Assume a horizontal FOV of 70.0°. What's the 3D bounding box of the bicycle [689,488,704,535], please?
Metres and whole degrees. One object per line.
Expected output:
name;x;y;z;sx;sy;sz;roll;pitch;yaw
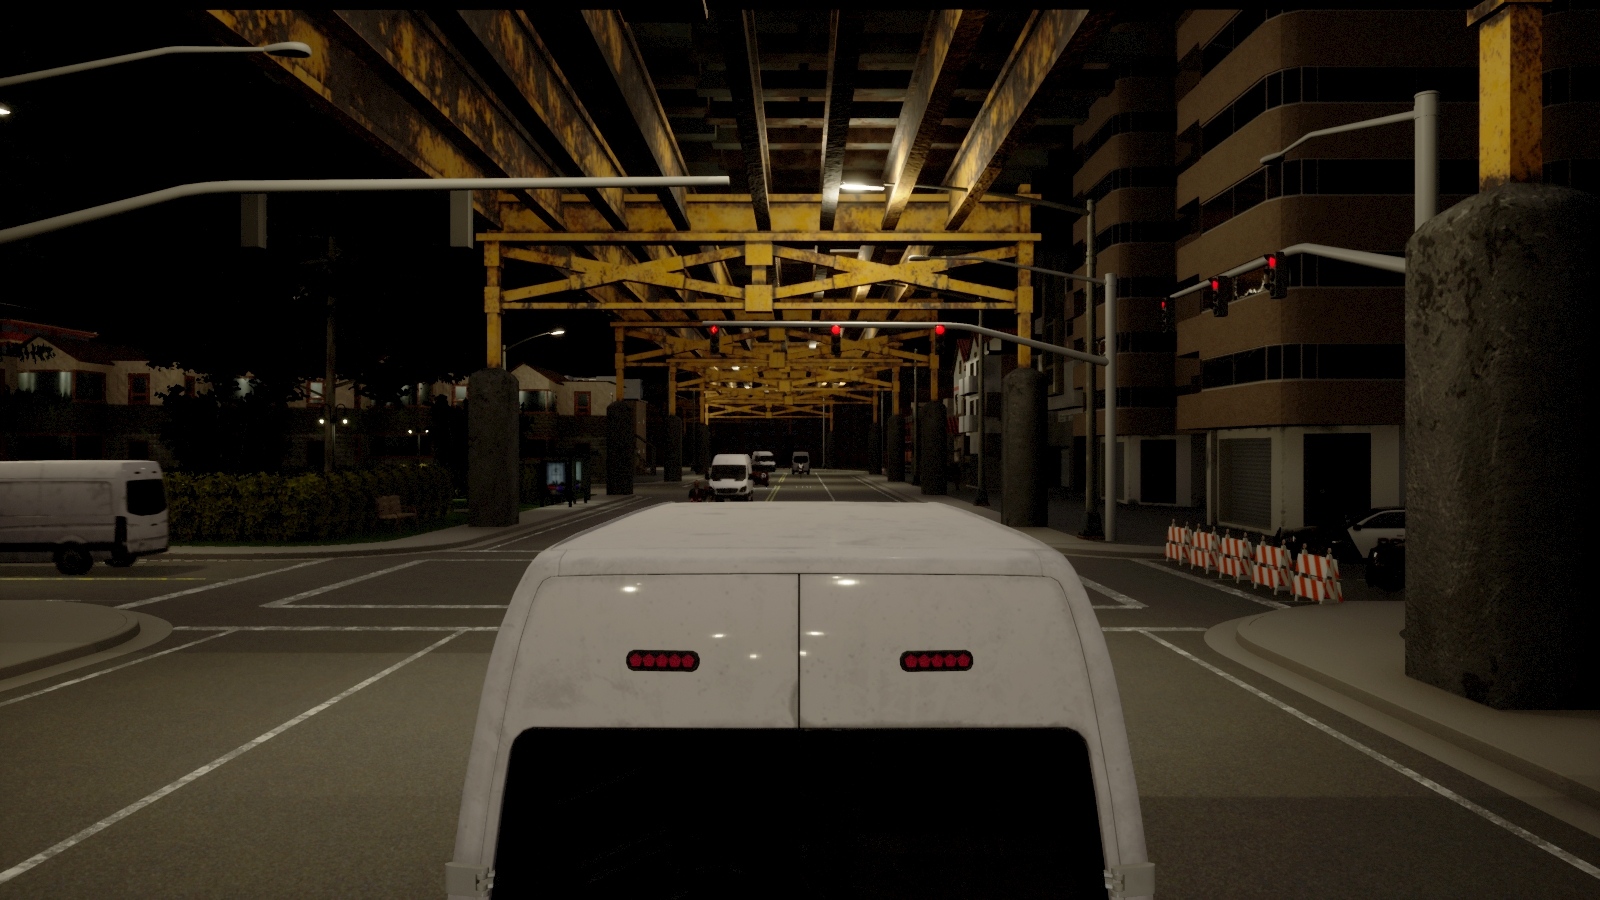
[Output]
bicycle;-3.464;2.031;38.221;0.329;1.496;1.835;0;0;0

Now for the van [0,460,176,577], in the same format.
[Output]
van;-17.876;1.522;26.309;5.915;2.561;1.988;0;0;0

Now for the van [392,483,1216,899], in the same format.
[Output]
van;0.015;1.531;5.717;1.988;2.561;5.915;0;0;0
